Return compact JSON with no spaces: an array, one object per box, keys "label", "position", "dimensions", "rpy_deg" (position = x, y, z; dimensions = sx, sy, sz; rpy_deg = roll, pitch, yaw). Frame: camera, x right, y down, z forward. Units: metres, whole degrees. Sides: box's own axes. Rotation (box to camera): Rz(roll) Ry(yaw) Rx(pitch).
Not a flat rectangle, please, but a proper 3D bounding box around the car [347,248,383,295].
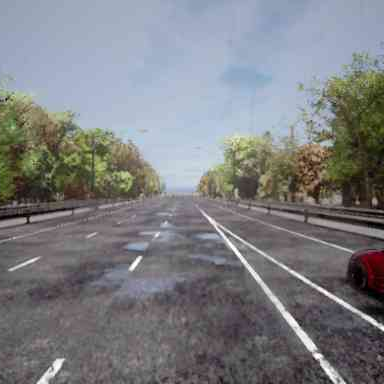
[{"label":"car","position":[4.879,1.566,6.433],"dimensions":[1.994,1.385,4.181],"rpy_deg":[0,0,-5]}]
